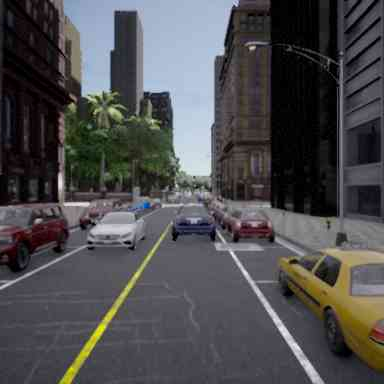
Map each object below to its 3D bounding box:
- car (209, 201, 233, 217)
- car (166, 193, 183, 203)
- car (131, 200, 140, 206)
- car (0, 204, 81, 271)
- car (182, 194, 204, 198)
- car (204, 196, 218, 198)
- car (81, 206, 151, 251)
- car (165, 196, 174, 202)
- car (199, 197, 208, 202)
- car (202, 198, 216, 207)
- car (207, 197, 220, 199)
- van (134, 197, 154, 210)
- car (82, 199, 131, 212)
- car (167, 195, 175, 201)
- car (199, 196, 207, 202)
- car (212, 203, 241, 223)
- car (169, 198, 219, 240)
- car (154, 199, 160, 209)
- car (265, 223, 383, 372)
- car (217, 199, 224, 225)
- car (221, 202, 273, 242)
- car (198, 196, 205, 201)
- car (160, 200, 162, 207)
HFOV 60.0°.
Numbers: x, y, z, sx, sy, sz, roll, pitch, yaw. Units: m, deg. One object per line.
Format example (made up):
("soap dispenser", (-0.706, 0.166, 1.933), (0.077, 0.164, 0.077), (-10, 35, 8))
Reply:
("car", (2.746, 1.655, 32.825), (2.008, 1.369, 4.403), (0, 0, 0))
("car", (-3.022, 1.356, 55.305), (2.128, 1.511, 4.902), (0, 0, 0))
("car", (-5.777, 1.630, 27.409), (1.887, 1.381, 4.507), (0, 0, 0))
("car", (-5.771, 1.348, 11.132), (2.192, 1.841, 5.009), (0, 0, 0))
("car", (0.084, 1.480, 39.976), (2.097, 1.767, 4.553), (0, 0, 0))
("car", (2.741, 1.456, 43.676), (2.192, 1.841, 5.009), (0, 0, 0))
("car", (-3.093, 1.569, 14.469), (1.812, 1.442, 4.674), (0, 0, 0))
("car", (-5.800, 1.815, 86.399), (2.008, 1.369, 4.403), (0, 0, 0))
("car", (2.728, 1.816, 80.962), (1.947, 1.339, 4.313), (0, 0, 0))
("car", (2.738, 1.741, 54.526), (1.947, 1.339, 4.313), (0, 0, 0))
("car", (2.744, 1.649, 38.420), (1.752, 1.417, 4.829), (0, 0, 0))
("van", (-5.782, 1.463, 38.262), (1.690, 1.788, 3.998), (0, 0, 0))
("car", (-5.776, 1.382, 21.984), (2.192, 1.841, 5.009), (0, 0, 0))
("car", (-5.802, 1.718, 91.820), (1.967, 1.590, 4.097), (0, 0, 0))
("car", (2.726, 1.831, 86.383), (1.947, 1.339, 4.313), (0, 0, 0))
("car", (2.747, 1.631, 27.400), (1.887, 1.381, 4.507), (0, 0, 0))
("car", (0.093, 1.404, 17.503), (2.097, 1.767, 4.553), (0, 0, 0))
("car", (-5.784, 1.580, 43.688), (1.967, 1.590, 4.097), (0, 0, 0))
("car", (2.757, 1.543, 5.870), (1.752, 1.417, 4.829), (0, 0, 0))
("car", (2.750, 1.508, 21.975), (1.967, 1.590, 4.097), (0, 0, 0))
("car", (2.752, 1.491, 16.550), (1.967, 1.590, 4.097), (0, 0, 0))
("car", (2.724, 1.805, 91.973), (1.752, 1.417, 4.829), (0, 0, 0))
("car", (-5.788, 1.756, 54.540), (1.802, 1.307, 4.206), (0, 0, 0))
